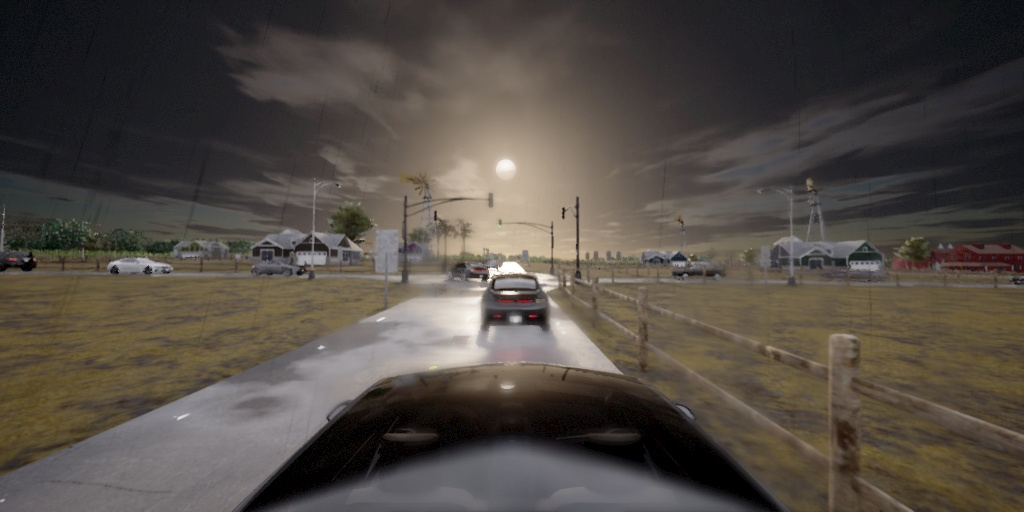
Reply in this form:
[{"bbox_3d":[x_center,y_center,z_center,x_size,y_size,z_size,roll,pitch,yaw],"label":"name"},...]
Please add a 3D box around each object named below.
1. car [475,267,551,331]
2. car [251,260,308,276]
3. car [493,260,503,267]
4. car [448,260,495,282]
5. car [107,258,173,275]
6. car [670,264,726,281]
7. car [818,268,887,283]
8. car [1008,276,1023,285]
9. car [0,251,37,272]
[{"bbox_3d":[0.084,1.258,11.019,1.837,1.490,4.892,0,0,0],"label":"car"},{"bbox_3d":[-20.252,1.048,31.287,4.181,1.385,1.994,1,-2,0],"label":"car"},{"bbox_3d":[-2.921,1.345,54.286,2.128,1.511,4.902,0,0,1],"label":"car"},{"bbox_3d":[-3.613,1.246,29.064,1.837,1.490,4.892,2,0,-32],"label":"car"},{"bbox_3d":[-32.396,0.872,31.288,4.674,1.442,1.812,1,-2,0],"label":"car"},{"bbox_3d":[18.082,1.572,34.980,5.008,1.535,1.882,1,-2,0],"label":"car"},{"bbox_3d":[33.175,1.894,34.991,5.357,1.411,2.033,1,-2,0],"label":"car"},{"bbox_3d":[52.046,2.267,34.893,5.357,1.411,2.033,1,-2,0],"label":"car"},{"bbox_3d":[-49.939,0.509,34.888,5.566,2.045,2.150,0,-2,0],"label":"car"}]
